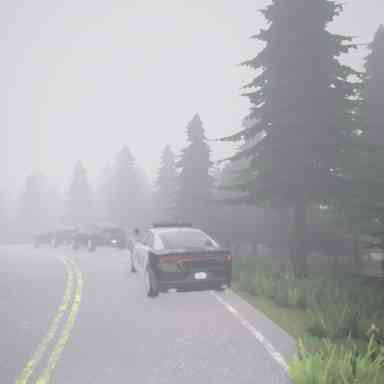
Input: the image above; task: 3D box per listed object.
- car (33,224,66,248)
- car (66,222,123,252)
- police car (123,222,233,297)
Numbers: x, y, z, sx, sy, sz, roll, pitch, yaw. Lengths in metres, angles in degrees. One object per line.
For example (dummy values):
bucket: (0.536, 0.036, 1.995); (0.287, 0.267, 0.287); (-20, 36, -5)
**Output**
car: (-9.651, 3.100, 23.822); (5.008, 1.535, 1.882); (-8, -7, 43)
car: (-5.397, 2.503, 18.951); (1.837, 1.490, 4.892); (1, -6, -36)
police car: (-0.598, 1.667, 9.422); (1.930, 1.638, 5.238); (1, -3, -18)
